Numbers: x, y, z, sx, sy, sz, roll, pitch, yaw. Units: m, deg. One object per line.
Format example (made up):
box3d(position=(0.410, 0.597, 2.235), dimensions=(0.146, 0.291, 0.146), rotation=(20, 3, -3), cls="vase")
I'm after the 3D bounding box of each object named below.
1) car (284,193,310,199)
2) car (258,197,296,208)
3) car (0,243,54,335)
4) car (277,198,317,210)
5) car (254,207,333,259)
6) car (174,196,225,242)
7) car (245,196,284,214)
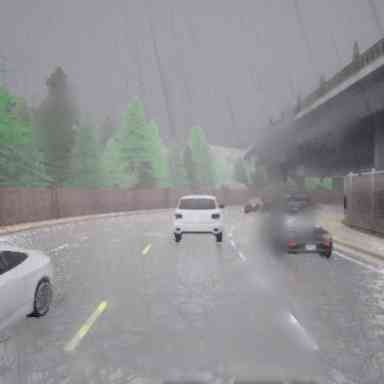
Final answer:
box3d(position=(13.169, 1.132, 43.416), dimensions=(5.566, 2.045, 2.150), rotation=(0, 0, -31), cls="car")
box3d(position=(12.017, 1.447, 46.832), dimensions=(5.357, 1.411, 2.033), rotation=(0, 0, -31), cls="car")
box3d(position=(-3.558, 1.515, 4.668), dimensions=(1.812, 1.442, 4.674), rotation=(0, 0, 1), cls="car")
box3d(position=(10.253, 1.533, 31.696), dimensions=(1.895, 1.301, 4.718), rotation=(0, 0, 39), cls="car")
box3d(position=(3.664, 1.499, 12.322), dimensions=(1.812, 1.442, 4.674), rotation=(0, 0, 2), cls="car")
box3d(position=(0.444, 1.185, 16.527), dimensions=(2.150, 2.045, 5.566), rotation=(0, 0, 5), cls="car")
box3d(position=(7.052, 1.282, 32.993), dimensions=(2.097, 1.767, 4.553), rotation=(0, 0, 36), cls="car")
